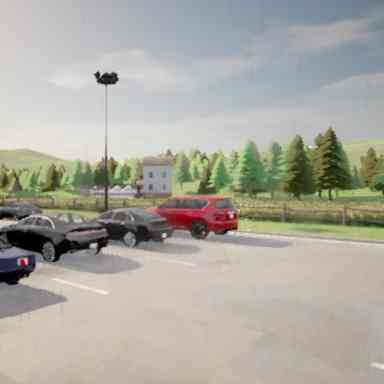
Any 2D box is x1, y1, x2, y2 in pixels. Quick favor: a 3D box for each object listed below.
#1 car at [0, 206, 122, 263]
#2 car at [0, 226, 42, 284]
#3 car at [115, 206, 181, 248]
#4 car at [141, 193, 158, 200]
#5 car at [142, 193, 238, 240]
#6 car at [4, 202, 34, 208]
[{"bbox_3d":[-5.075,1.479,11.897,4.902,1.511,2.128,0,0,36],"label":"car"},{"bbox_3d":[-5.961,1.590,8.231,4.718,1.301,1.895,0,0,36],"label":"car"},{"bbox_3d":[-3.083,1.492,14.776,4.892,1.490,1.837,0,0,36],"label":"car"},{"bbox_3d":[-11.657,1.138,91.545,4.605,1.855,1.932,0,0,35],"label":"car"},{"bbox_3d":[-0.331,1.210,17.112,5.566,2.045,2.150,0,0,36],"label":"car"},{"bbox_3d":[-13.884,1.534,26.773,4.181,1.385,1.994,0,0,36],"label":"car"}]
